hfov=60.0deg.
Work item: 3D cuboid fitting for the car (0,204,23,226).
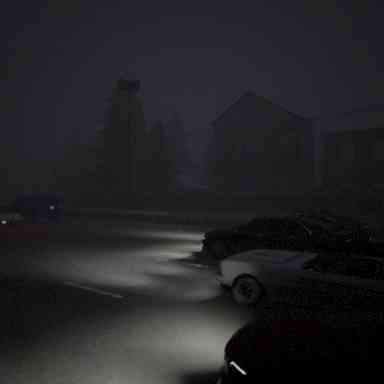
[{"bbox_3d":[-13.680,1.612,22.361,4.718,1.301,1.895,0,0,36],"label":"car"}]

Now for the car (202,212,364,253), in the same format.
[{"bbox_3d":[2.604,1.506,10.734,4.892,1.490,1.837,0,0,36],"label":"car"}]

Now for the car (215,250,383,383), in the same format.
[{"bbox_3d":[2.405,1.525,2.277,4.674,1.442,1.812,0,0,36],"label":"car"}]

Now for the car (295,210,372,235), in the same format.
[{"bbox_3d":[4.587,1.492,13.621,4.902,1.511,2.128,0,0,36],"label":"car"}]

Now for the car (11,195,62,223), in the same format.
[{"bbox_3d":[-12.328,1.233,25.696,5.566,2.045,2.150,0,0,36],"label":"car"}]

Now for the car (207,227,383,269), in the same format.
[{"bbox_3d":[2.826,1.601,6.276,4.718,1.301,1.895,0,0,36],"label":"car"}]
